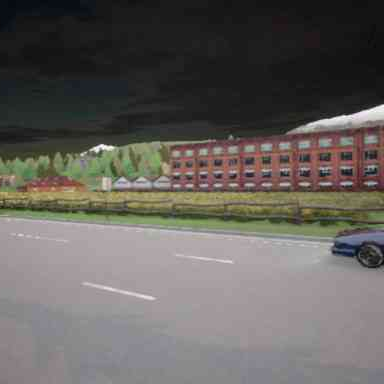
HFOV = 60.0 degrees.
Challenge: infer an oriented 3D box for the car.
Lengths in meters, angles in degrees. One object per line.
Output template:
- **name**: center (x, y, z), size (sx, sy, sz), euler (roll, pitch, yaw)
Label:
- **car**: center (6.412, 1.243, 8.300), size (5.357, 1.411, 2.033), euler (0, 2, 33)
